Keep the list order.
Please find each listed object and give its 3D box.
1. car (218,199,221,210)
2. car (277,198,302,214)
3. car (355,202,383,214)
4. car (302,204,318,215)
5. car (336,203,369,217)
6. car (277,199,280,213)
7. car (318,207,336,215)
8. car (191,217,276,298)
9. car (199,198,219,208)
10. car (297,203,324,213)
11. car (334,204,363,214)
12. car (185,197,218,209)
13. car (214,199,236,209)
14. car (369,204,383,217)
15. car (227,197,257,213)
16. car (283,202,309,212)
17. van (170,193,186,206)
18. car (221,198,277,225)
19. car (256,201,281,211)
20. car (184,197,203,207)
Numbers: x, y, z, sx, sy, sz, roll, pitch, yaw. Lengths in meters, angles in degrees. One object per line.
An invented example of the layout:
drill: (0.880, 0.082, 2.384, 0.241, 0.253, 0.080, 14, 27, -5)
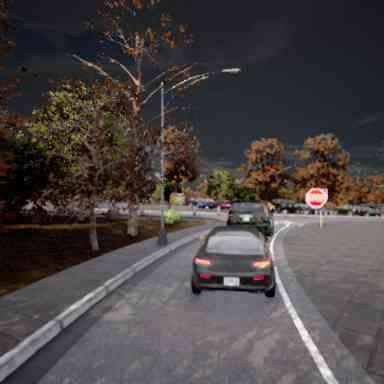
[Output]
car: (3.836, 1.649, 43.073, 2.163, 1.488, 4.792, 4, -1, -15)
car: (11.894, 1.912, 45.297, 2.435, 2.045, 5.566, 4, -1, -15)
car: (35.080, 3.111, 65.269, 2.435, 2.045, 5.566, 2, 0, -15)
car: (14.573, 2.327, 46.001, 2.231, 1.521, 4.892, 3, -1, -15)
car: (22.634, 2.624, 48.201, 2.185, 1.767, 4.553, 3, -1, -15)
car: (9.200, 1.990, 44.518, 2.097, 1.535, 5.008, 4, -1, -15)
car: (17.252, 2.508, 46.717, 2.163, 1.488, 4.792, 3, -1, -15)
car: (1.111, 1.597, 8.702, 1.812, 1.442, 4.674, 0, -1, 9)
car: (2.854, 1.845, 56.344, 2.002, 1.452, 4.674, 4, -1, -15)
car: (21.775, 2.881, 61.559, 2.231, 1.521, 4.892, 3, -1, -15)
car: (29.756, 3.189, 63.576, 1.946, 1.575, 5.366, 2, -1, -15)
car: (1.175, 1.460, 42.278, 2.163, 1.488, 4.792, 4, -1, -15)
car: (5.648, 2.025, 57.142, 2.163, 1.488, 4.792, 4, -1, -15)
car: (25.312, 2.902, 48.942, 2.163, 1.488, 4.792, 2, -1, -15)
car: (6.525, 1.683, 43.818, 2.185, 1.767, 4.553, 4, -1, -15)
car: (18.965, 2.751, 60.784, 2.097, 1.535, 5.008, 3, -1, -15)
van: (-2.344, 1.211, 54.775, 1.878, 1.987, 4.442, 4, 0, -16)
car: (3.323, 1.441, 18.422, 2.150, 2.045, 5.566, 0, -1, 16)
car: (13.597, 2.508, 59.277, 2.163, 1.488, 4.792, 3, -1, -15)
car: (0.175, 1.656, 55.604, 2.002, 1.452, 4.674, 4, -1, -15)
